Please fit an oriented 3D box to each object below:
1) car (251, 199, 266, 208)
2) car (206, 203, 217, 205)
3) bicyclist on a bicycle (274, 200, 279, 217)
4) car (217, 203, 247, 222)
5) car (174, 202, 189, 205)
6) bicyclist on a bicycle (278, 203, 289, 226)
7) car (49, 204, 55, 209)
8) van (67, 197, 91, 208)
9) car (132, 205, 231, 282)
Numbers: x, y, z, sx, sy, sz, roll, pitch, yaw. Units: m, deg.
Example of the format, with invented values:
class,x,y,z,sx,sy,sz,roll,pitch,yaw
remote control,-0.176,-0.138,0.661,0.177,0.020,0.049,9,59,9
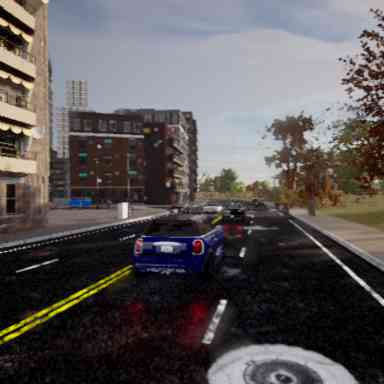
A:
class,x,y,z,sx,sy,sz,roll,pitch,yaw
car,11.964,2.084,58.702,2.033,1.411,5.357,-1,-1,8
car,2.576,2.062,41.917,1.895,1.301,4.718,-1,-1,10
bicyclist on a bicycle,8.692,1.666,33.961,0.659,1.776,1.843,-1,0,10
car,3.758,1.796,29.582,2.128,1.511,4.902,-1,-1,11
car,-1.311,1.964,38.718,2.128,1.511,4.902,-1,-1,11
bicyclist on a bicycle,6.839,1.659,24.228,0.582,1.620,1.656,-1,-1,11
car,-22.093,1.938,48.053,4.206,1.307,1.802,0,-2,-20
van,-19.528,1.803,57.885,3.998,1.788,1.690,0,-2,-20
car,-0.169,1.479,10.497,2.097,1.767,4.553,-1,-1,13
